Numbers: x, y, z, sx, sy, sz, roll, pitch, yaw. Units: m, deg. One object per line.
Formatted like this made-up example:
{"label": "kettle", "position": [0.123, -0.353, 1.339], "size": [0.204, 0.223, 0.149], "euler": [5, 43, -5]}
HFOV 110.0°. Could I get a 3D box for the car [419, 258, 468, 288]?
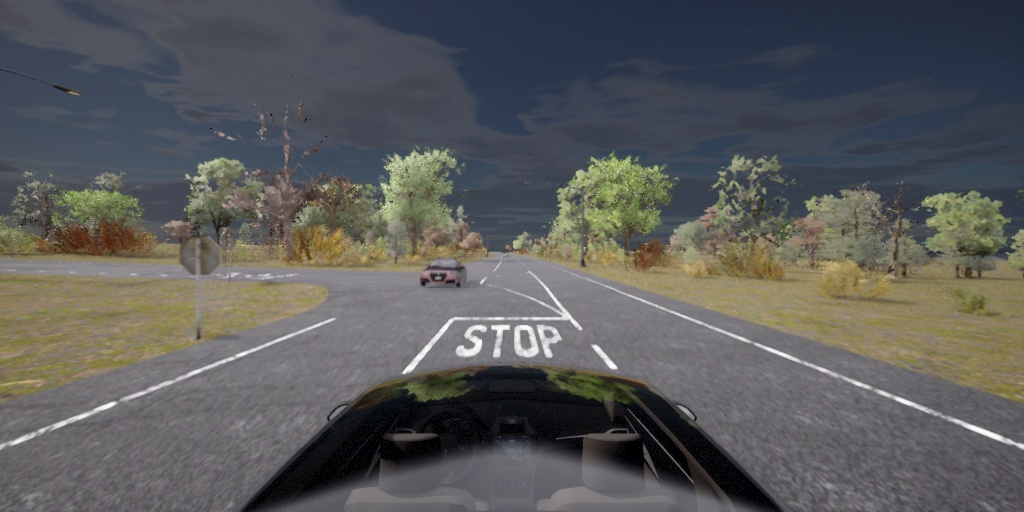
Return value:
{"label": "car", "position": [-3.489, 0.819, 18.978], "size": [1.994, 1.385, 4.181], "euler": [2, 1, 0]}
